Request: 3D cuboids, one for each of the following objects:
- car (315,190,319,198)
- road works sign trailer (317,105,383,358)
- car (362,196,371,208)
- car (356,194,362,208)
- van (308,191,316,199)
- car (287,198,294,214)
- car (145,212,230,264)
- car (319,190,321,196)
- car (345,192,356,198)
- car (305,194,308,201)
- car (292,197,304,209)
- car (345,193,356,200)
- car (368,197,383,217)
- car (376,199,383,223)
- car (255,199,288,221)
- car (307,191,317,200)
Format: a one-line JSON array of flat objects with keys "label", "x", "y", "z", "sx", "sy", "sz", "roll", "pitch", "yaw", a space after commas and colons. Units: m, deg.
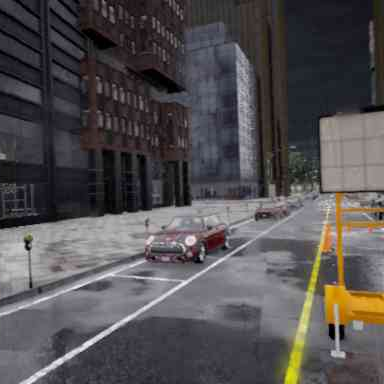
[{"label": "car", "x": 27.390, "y": 0.819, "z": 76.783, "sx": 2.192, "sy": 1.841, "sz": 5.009, "roll": -3, "pitch": 0, "yaw": 23}, {"label": "road works sign trailer", "x": 3.370, "y": 0.392, "z": 5.402, "sx": 2.380, "sy": 3.560, "sz": 2.880, "roll": -2, "pitch": 0, "yaw": 22}, {"label": "car", "x": 16.402, "y": 1.204, "z": 29.023, "sx": 2.008, "sy": 1.369, "sz": 4.403, "roll": -3, "pitch": -1, "yaw": 23}, {"label": "car", "x": 20.531, "y": 1.096, "z": 38.759, "sx": 1.752, "sy": 1.417, "sz": 4.829, "roll": -3, "pitch": -1, "yaw": 23}, {"label": "van", "x": 29.608, "y": 0.789, "z": 82.012, "sx": 1.690, "sy": 1.788, "sz": 3.998, "roll": -3, "pitch": 0, "yaw": 23}, {"label": "car", "x": 8.355, "y": 1.511, "z": 31.869, "sx": 1.802, "sy": 1.307, "sz": 4.206, "roll": -3, "pitch": -1, "yaw": 23}, {"label": "car", "x": -0.050, "y": 1.520, "z": 12.066, "sx": 1.967, "sy": 1.590, "sz": 4.097, "roll": -3, "pitch": -1, "yaw": 23}, {"label": "car", "x": 31.824, "y": 0.704, "z": 87.241, "sx": 2.192, "sy": 1.841, "sz": 5.009, "roll": -3, "pitch": 0, "yaw": 23}, {"label": "car", "x": 37.464, "y": 0.742, "z": 78.689, "sx": 1.947, "sy": 1.339, "sz": 4.313, "roll": -3, "pitch": 0, "yaw": 23}, {"label": "car", "x": 14.654, "y": 1.366, "z": 46.723, "sx": 1.947, "sy": 1.339, "sz": 4.313, "roll": -3, "pitch": -1, "yaw": 23}, {"label": "car", "x": 12.553, "y": 1.395, "z": 41.771, "sx": 2.008, "sy": 1.369, "sz": 4.403, "roll": -3, "pitch": -1, "yaw": 23}, {"label": "car", "x": 33.095, "y": 0.812, "z": 68.388, "sx": 1.752, "sy": 1.417, "sz": 4.829, "roll": -3, "pitch": 0, "yaw": 23}, {"label": "car", "x": 14.372, "y": 1.258, "z": 24.234, "sx": 1.947, "sy": 1.339, "sz": 4.313, "roll": -3, "pitch": -1, "yaw": 23}, {"label": "car", "x": 12.340, "y": 1.295, "z": 19.443, "sx": 1.947, "sy": 1.339, "sz": 4.313, "roll": -3, "pitch": -1, "yaw": 23}, {"label": "car", "x": 6.254, "y": 1.513, "z": 26.919, "sx": 1.887, "sy": 1.381, "sz": 4.507, "roll": -3, "pitch": -1, "yaw": 23}, {"label": "car", "x": 25.184, "y": 1.141, "z": 71.551, "sx": 1.802, "sy": 1.307, "sz": 4.206, "roll": -3, "pitch": 0, "yaw": 23}]
